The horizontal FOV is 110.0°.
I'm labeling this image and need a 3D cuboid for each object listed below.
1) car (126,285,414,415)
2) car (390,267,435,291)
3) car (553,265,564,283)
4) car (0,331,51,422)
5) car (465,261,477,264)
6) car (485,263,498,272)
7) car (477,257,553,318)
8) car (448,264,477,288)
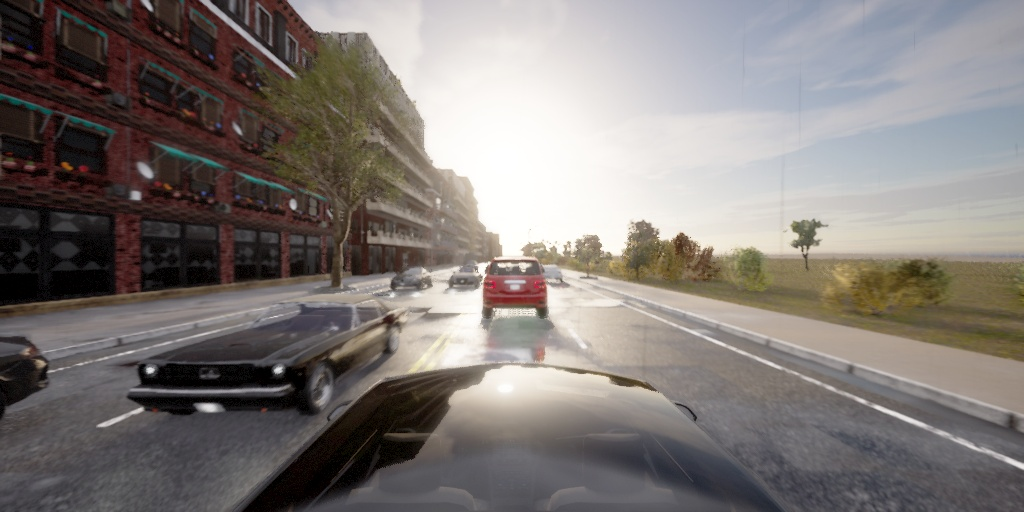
[{"bbox_3d":[-3.350,1.387,6.175,1.895,1.301,4.718,0,0,0],"label":"car"},{"bbox_3d":[-6.551,1.454,23.857,1.812,1.442,4.674,0,-1,0],"label":"car"},{"bbox_3d":[3.331,1.510,31.212,1.812,1.442,4.674,0,0,0],"label":"car"},{"bbox_3d":[-6.597,1.284,2.441,1.812,1.442,4.674,0,-1,0],"label":"car"},{"bbox_3d":[-6.575,1.568,58.457,2.097,1.767,4.553,0,0,0],"label":"car"},{"bbox_3d":[-3.321,1.814,58.356,1.895,1.301,4.718,0,0,1],"label":"car"},{"bbox_3d":[0.110,1.065,13.636,2.150,2.045,5.566,0,0,0],"label":"car"},{"bbox_3d":[-3.285,1.507,25.748,1.994,1.385,4.181,0,-1,1],"label":"car"}]
